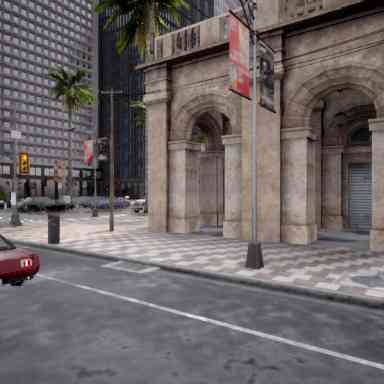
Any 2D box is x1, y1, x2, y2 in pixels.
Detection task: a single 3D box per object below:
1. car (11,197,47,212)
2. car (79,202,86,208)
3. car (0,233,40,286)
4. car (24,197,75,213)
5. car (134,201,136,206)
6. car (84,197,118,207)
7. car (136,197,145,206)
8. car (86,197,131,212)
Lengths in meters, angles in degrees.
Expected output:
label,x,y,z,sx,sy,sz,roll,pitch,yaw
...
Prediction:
label,x,y,z,sx,sy,sz,roll,pitch,yaw
car,-18.767,1.352,39.244,2.097,1.767,4.553,0,0,36
car,-13.231,1.547,46.926,2.033,1.411,5.357,0,0,36
car,-5.817,1.601,8.194,4.718,1.301,1.895,0,0,37
car,-15.761,1.601,37.426,1.895,1.301,4.718,0,0,36
car,-10.458,1.492,44.783,2.128,1.511,4.902,0,0,36
car,-13.907,1.513,51.272,2.161,1.482,4.786,0,0,35
car,-7.516,1.526,54.832,1.812,1.442,4.674,0,0,35
car,-9.745,1.526,39.447,1.812,1.442,4.674,0,0,36
